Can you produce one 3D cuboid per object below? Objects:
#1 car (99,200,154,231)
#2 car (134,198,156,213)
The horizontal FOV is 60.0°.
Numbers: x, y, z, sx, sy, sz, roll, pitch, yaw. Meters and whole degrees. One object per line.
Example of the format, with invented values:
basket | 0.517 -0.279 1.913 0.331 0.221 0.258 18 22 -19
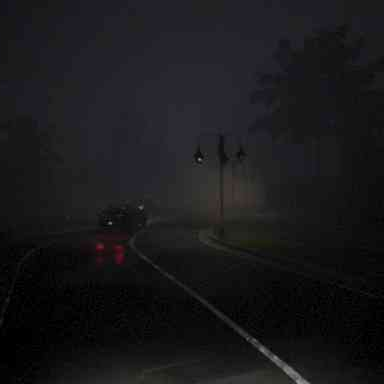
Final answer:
car | -4.225 1.538 21.058 2.128 1.511 4.902 -1 0 8
car | -5.257 1.453 33.924 2.097 1.767 4.553 -1 0 12
